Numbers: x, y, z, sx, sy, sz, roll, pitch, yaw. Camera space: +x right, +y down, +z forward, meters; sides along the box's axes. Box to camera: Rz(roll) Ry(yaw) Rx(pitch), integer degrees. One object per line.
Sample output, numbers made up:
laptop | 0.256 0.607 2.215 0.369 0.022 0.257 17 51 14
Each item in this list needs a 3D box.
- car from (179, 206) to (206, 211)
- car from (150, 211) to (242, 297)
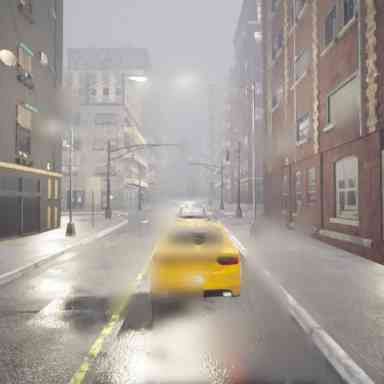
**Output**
car | 0.066 1.509 17.910 2.128 1.511 4.902 0 0 1
car | 0.089 1.484 8.627 1.882 1.535 5.008 0 0 0
